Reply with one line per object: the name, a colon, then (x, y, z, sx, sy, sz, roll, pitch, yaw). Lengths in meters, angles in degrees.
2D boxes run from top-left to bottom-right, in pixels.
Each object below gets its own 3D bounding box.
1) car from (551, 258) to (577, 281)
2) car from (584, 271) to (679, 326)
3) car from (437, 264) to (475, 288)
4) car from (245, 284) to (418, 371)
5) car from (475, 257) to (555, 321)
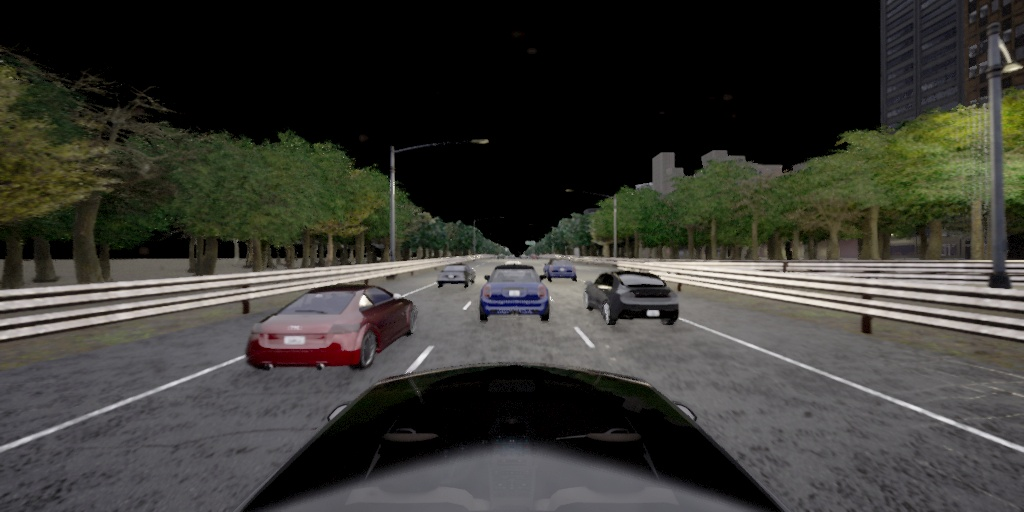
car: (3.584, 0.947, 27.552, 2.097, 1.767, 4.553, 0, 1, 0)
car: (3.579, 1.210, 11.492, 1.837, 1.490, 4.892, 0, 0, 0)
car: (-3.438, 1.184, 22.843, 2.033, 1.411, 5.357, 0, 1, 0)
car: (-3.439, 1.289, 7.690, 1.994, 1.385, 4.181, 0, 0, 0)
car: (0.081, 1.056, 12.335, 2.097, 1.767, 4.553, 0, 0, 0)
